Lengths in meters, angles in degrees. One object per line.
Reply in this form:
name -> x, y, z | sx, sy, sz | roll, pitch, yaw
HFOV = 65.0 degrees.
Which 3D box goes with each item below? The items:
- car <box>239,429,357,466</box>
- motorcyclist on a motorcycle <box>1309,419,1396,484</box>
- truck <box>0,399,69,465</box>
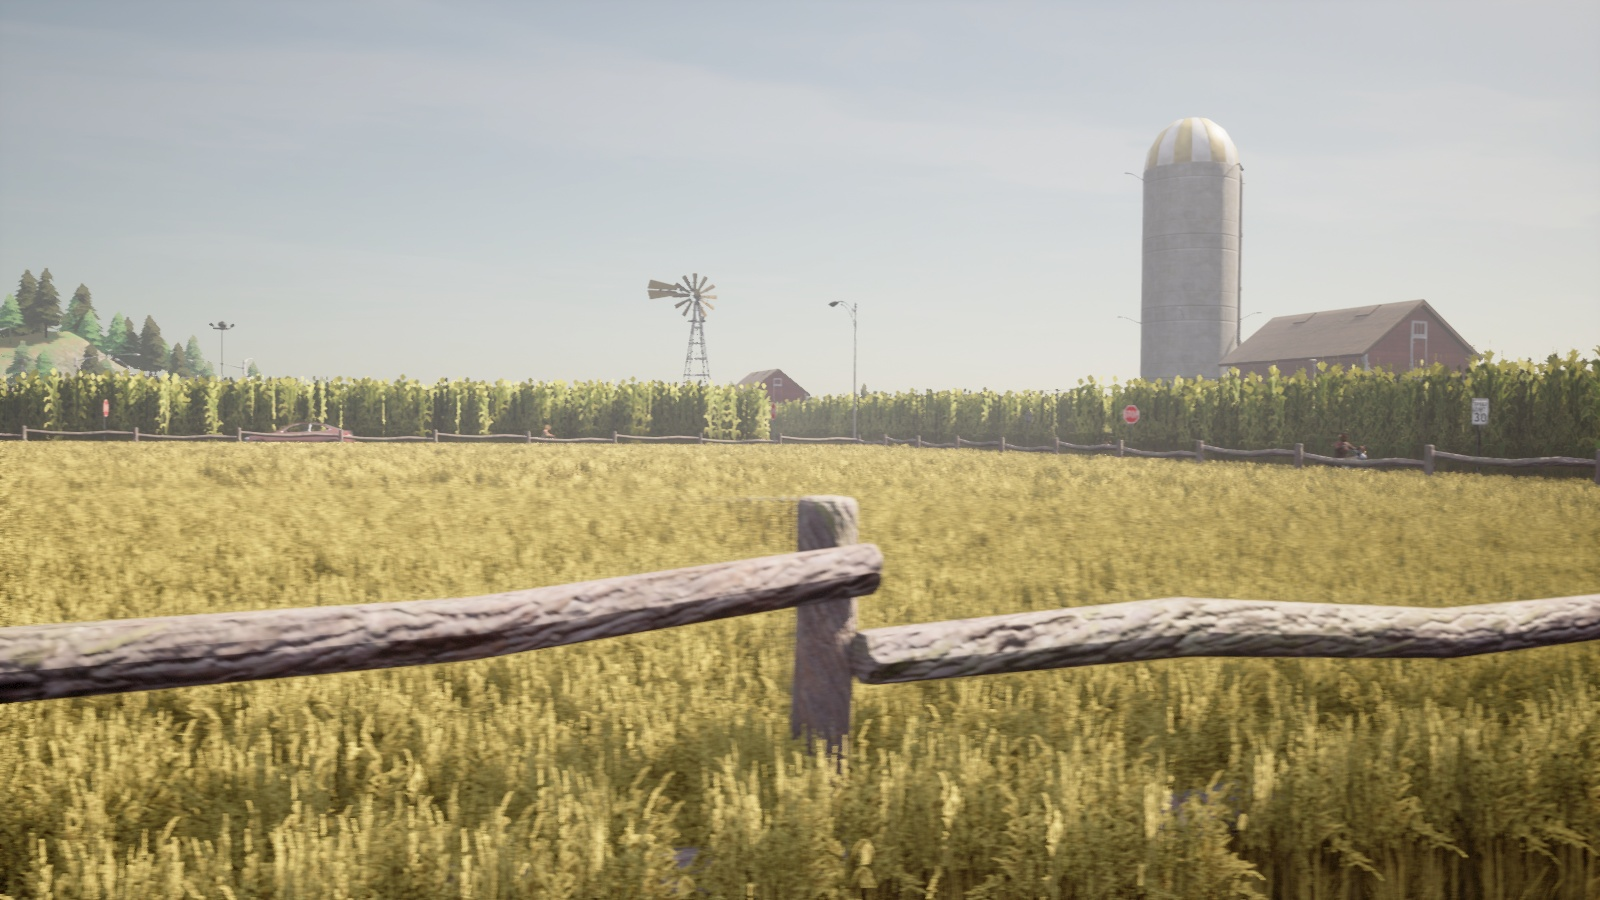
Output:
car -> -23.679, -0.137, 59.480 | 5.027, 1.651, 2.152 | -1, 1, -17
motorcyclist on a motorcycle -> 14.552, 0.023, 33.153 | 0.766, 1.649, 2.350 | -1, 1, -17
truck -> -47.414, -1.102, 76.686 | 2.891, 3.827, 8.468 | -1, 1, -18
